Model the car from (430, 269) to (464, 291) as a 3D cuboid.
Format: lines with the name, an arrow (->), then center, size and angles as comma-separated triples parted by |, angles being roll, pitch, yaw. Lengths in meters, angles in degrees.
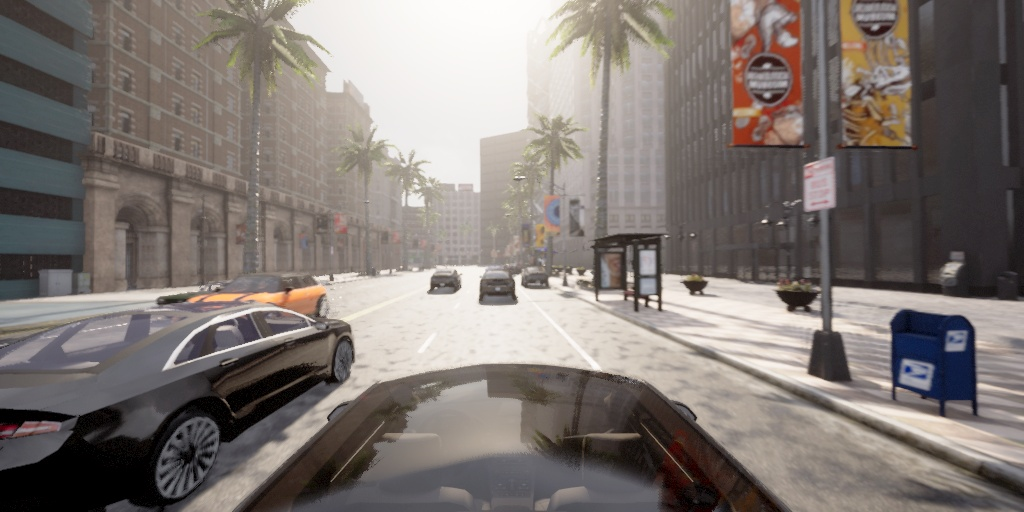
car -> -4.616, 1.632, 25.479 | 1.837, 1.490, 4.892 | 0, -1, -3

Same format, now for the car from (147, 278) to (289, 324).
car -> -11.174, 1.620, 14.200 | 1.895, 1.301, 4.718 | 0, -1, -3

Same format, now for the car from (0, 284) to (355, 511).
car -> -3.637, 1.309, 4.396 | 2.128, 1.511, 4.902 | 0, -1, -1

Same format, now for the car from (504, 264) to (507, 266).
car -> -1.804, 1.766, 38.344 | 1.882, 1.535, 5.008 | 0, -1, -3

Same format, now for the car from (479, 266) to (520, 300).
car -> -0.819, 1.495, 19.935 | 1.882, 1.535, 5.008 | 0, -1, -3

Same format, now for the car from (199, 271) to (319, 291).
car -> -7.508, 1.294, 10.868 | 2.097, 1.767, 4.553 | 0, -1, -3
